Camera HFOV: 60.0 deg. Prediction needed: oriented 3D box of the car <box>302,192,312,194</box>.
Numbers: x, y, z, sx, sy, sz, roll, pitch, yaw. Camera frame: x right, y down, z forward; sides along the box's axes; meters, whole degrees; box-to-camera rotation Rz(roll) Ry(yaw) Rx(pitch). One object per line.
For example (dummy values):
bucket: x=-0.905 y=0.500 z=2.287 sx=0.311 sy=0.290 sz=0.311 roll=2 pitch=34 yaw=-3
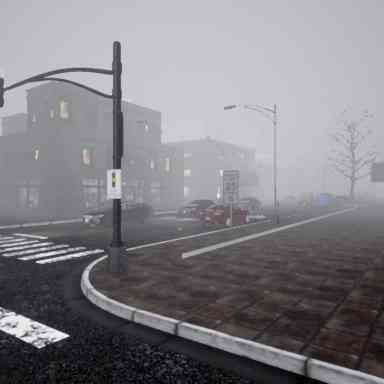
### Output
car: x=22.878 y=0.862 z=66.129 sx=2.192 sy=1.841 sz=5.009 roll=0 pitch=1 yaw=35

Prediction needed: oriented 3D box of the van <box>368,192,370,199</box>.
van: x=36.053 y=0.805 z=70.467 sx=1.690 sy=1.788 sz=3.998 roll=0 pitch=1 yaw=35

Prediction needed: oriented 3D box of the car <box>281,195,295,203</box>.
car: x=16.602 y=1.201 z=57.033 sx=1.802 sy=1.307 sz=4.206 roll=0 pitch=1 yaw=35

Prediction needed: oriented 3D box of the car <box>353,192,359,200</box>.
car: x=26.638 y=1.115 z=56.823 sx=1.887 sy=1.381 sz=4.507 roll=0 pitch=1 yaw=35

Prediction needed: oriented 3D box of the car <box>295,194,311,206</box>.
car: x=16.357 y=1.270 z=46.494 sx=1.895 sy=1.301 sz=4.718 roll=0 pitch=0 yaw=35

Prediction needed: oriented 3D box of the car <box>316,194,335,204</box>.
car: x=22.180 y=1.079 z=54.948 sx=1.882 sy=1.535 sz=5.008 roll=0 pitch=0 yaw=34

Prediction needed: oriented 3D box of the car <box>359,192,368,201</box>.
car: x=32.915 y=0.939 z=65.919 sx=1.967 sy=1.590 sz=4.097 roll=0 pitch=1 yaw=35

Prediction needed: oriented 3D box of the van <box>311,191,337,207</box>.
van: x=17.224 y=1.021 z=43.176 sx=1.690 sy=1.788 sz=3.998 roll=0 pitch=1 yaw=35

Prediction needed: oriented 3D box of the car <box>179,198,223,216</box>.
car: x=0.733 y=1.353 z=29.477 sx=1.812 sy=1.442 sz=4.674 roll=0 pitch=0 yaw=35

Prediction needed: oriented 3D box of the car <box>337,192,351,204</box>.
car: x=23.500 y=1.173 z=52.274 sx=1.947 sy=1.339 sz=4.313 roll=0 pitch=1 yaw=35

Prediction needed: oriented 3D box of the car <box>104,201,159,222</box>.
car: x=-4.691 y=1.452 z=26.173 sx=1.802 sy=1.307 sz=4.206 roll=0 pitch=1 yaw=35

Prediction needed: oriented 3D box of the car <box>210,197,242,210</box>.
car: x=4.049 y=1.333 z=38.840 sx=1.947 sy=1.339 sz=4.313 roll=0 pitch=1 yaw=35

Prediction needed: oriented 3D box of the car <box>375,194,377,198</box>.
car: x=45.468 y=0.799 z=84.113 sx=1.967 sy=1.590 sz=4.097 roll=0 pitch=1 yaw=35

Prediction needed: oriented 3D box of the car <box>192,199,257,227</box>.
car: x=2.208 y=1.403 z=21.413 sx=1.887 sy=1.381 sz=4.507 roll=0 pitch=1 yaw=35

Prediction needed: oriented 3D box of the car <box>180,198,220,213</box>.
car: x=0.911 y=1.355 z=34.291 sx=2.008 sy=1.369 sz=4.403 roll=0 pitch=1 yaw=35

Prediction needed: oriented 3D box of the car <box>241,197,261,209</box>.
car: x=6.296 y=1.287 z=37.534 sx=1.812 sy=1.442 sz=4.674 roll=0 pitch=0 yaw=35

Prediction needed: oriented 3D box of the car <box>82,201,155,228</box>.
car: x=-4.769 y=1.384 z=21.508 sx=2.128 sy=1.511 sz=4.902 roll=0 pitch=0 yaw=35

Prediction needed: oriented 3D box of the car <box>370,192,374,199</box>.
car: x=39.191 y=0.973 z=75.017 sx=1.887 sy=1.381 sz=4.507 roll=0 pitch=1 yaw=35
